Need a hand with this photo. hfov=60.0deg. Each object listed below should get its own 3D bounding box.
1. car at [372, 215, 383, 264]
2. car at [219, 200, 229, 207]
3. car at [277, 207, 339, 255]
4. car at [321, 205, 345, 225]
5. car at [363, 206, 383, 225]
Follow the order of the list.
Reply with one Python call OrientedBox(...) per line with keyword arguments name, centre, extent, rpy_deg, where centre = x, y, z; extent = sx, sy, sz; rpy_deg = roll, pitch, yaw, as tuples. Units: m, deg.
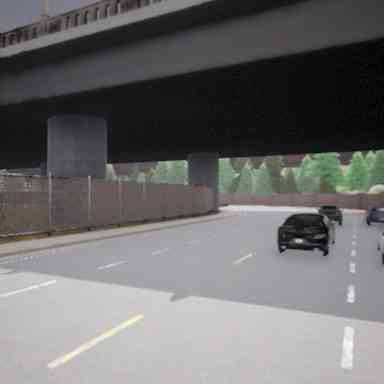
OrientedBox(name="car", centre=(7.672, 1.724, 11.805), extent=(1.895, 1.301, 4.718), rpy_deg=(0, -1, 27))
OrientedBox(name="car", centre=(5.150, 2.263, 64.377), extent=(1.994, 1.385, 4.181), rpy_deg=(0, -1, -37))
OrientedBox(name="car", centre=(4.981, 1.629, 14.240), extent=(1.882, 1.535, 5.008), rpy_deg=(0, 0, 27))
OrientedBox(name="car", centre=(11.205, 1.792, 27.074), extent=(1.837, 1.490, 4.892), rpy_deg=(0, 0, 24))
OrientedBox(name="car", centre=(14.493, 1.794, 25.881), extent=(1.812, 1.442, 4.674), rpy_deg=(0, 0, 24))
